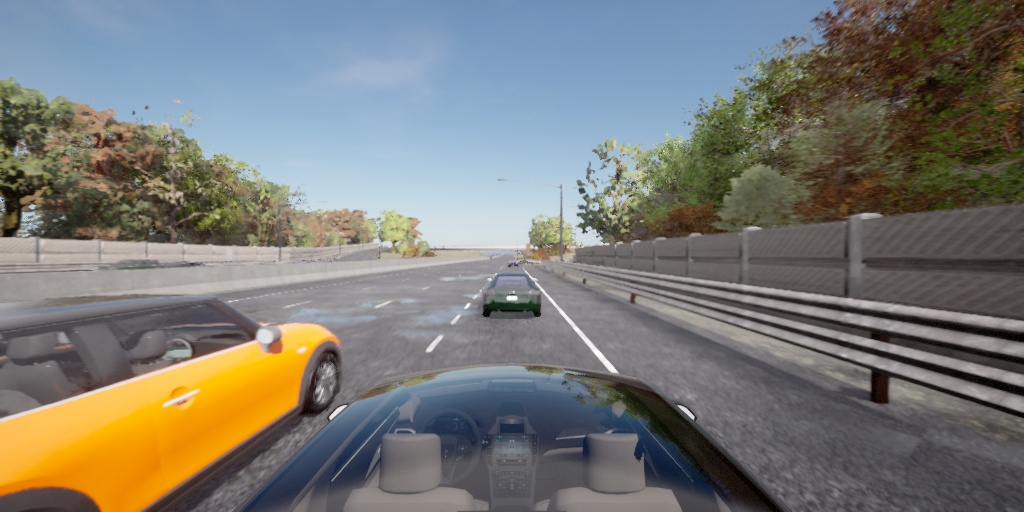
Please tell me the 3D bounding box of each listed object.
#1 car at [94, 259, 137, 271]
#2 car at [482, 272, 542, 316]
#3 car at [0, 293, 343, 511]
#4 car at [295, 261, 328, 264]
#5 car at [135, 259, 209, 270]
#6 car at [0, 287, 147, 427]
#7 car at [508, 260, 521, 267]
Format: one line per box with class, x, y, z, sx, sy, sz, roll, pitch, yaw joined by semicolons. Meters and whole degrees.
car;-31.552;1.063;29.733;2.097;1.767;4.553;0;0;1
car;0.000;1.290;13.267;1.994;1.385;4.181;0;0;0
car;-3.402;1.099;3.166;2.097;1.767;4.553;0;0;0
car;-21.075;1.252;39.181;2.033;1.411;5.357;0;0;0
car;-28.062;1.212;30.194;1.837;1.490;4.892;0;1;0
car;-6.900;1.252;3.432;1.837;1.490;4.892;0;0;0
car;0.467;1.291;63.978;1.895;1.301;4.718;0;0;5
